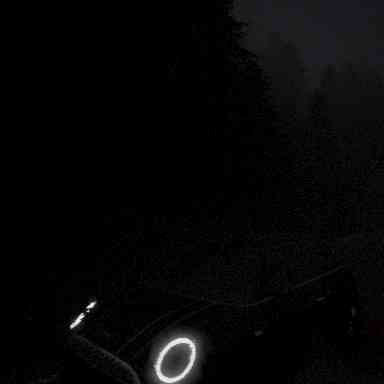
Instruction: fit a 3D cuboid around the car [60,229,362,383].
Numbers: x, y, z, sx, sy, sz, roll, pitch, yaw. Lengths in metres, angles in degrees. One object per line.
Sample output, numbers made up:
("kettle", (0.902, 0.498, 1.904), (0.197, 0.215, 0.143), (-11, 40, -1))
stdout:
("car", (0.615, 1.464, 4.674), (2.097, 1.767, 4.553), (-2, -2, 44))
